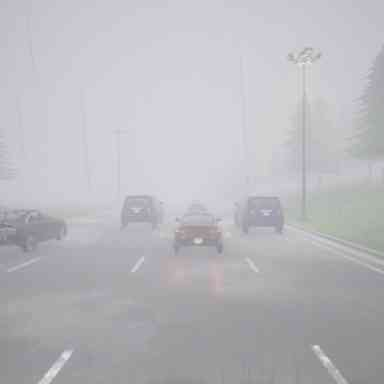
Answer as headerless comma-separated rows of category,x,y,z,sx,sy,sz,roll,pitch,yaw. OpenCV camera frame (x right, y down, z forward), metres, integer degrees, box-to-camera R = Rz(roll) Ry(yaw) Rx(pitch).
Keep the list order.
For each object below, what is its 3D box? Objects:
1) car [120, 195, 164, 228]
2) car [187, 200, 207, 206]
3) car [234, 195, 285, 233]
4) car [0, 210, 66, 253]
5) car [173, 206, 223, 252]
car,-3.161,1.194,21.858,2.150,2.045,5.566,0,0,1
car,0.482,1.491,33.312,1.812,1.442,4.674,0,0,1
car,3.811,1.205,19.581,2.150,2.045,5.566,0,0,1
car,-6.763,1.469,13.564,2.128,1.511,4.902,0,0,1
car,0.239,1.512,13.751,1.812,1.442,4.674,0,0,1
